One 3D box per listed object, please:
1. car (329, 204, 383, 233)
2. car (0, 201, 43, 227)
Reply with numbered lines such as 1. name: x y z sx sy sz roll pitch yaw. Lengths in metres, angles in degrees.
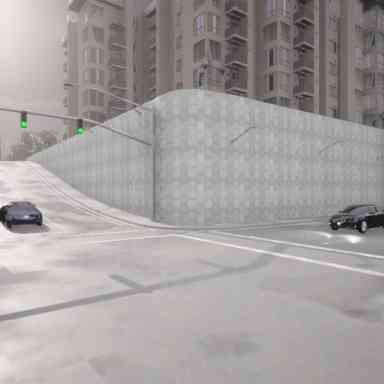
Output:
1. car: 10.101 1.505 19.801 4.892 1.490 1.837 0 0 -36
2. car: -10.761 1.274 20.854 1.994 1.385 4.181 0 4 -36
